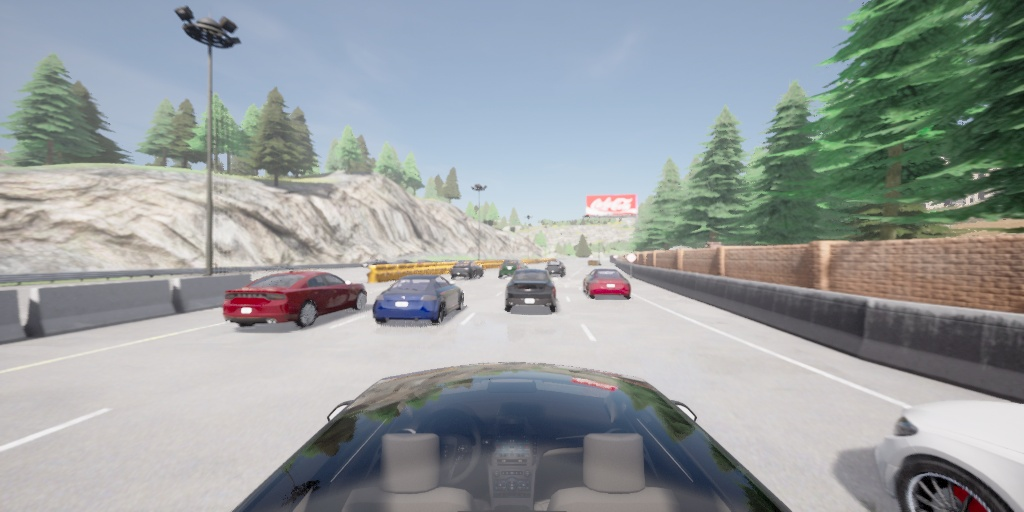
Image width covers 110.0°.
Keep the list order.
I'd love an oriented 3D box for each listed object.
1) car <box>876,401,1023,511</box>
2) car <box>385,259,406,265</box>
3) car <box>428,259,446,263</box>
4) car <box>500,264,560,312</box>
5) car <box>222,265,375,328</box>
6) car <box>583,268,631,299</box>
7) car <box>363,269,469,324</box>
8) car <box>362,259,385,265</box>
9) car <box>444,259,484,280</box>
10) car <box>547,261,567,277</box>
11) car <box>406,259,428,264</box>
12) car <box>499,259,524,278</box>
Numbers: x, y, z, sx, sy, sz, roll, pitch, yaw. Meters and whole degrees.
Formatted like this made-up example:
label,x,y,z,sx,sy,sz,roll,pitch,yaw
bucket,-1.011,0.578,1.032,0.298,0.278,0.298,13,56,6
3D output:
label,x,y,z,sx,sy,sz,roll,pitch,yaw
car,3.664,1.286,0.700,1.812,1.442,4.674,0,0,0
car,-16.663,1.214,54.238,1.812,1.442,4.674,0,0,14
car,-9.841,1.199,52.723,2.128,1.511,4.902,0,0,14
car,0.801,1.251,14.412,1.837,1.490,4.892,0,0,5
car,-6.458,1.207,11.393,1.882,1.535,5.008,0,0,4
car,4.759,1.323,18.388,1.994,1.385,4.181,0,0,7
car,-2.912,1.303,11.923,1.994,1.385,4.181,0,0,4
car,-20.419,1.169,53.581,2.128,1.511,4.902,0,0,14
car,-3.809,1.223,31.179,2.128,1.511,4.902,0,0,11
car,4.360,1.244,35.833,2.128,1.511,4.902,0,0,13
car,-13.331,1.224,53.146,1.812,1.442,4.674,0,0,14
car,0.233,1.094,33.317,2.097,1.767,4.553,0,0,12
